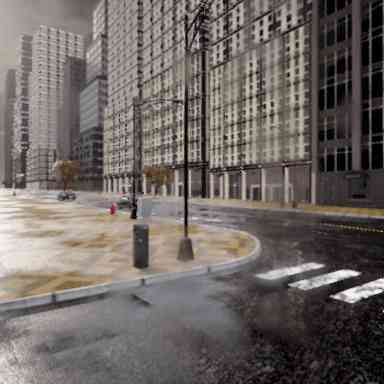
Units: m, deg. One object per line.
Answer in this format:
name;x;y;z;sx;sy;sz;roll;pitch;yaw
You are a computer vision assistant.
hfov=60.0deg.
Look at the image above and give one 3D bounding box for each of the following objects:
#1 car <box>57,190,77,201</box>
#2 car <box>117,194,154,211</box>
car;-18.594;0.522;49.358;2.128;1.511;4.902;0;1;-35
car;-5.112;0.905;29.818;2.128;1.511;4.902;0;1;-35
